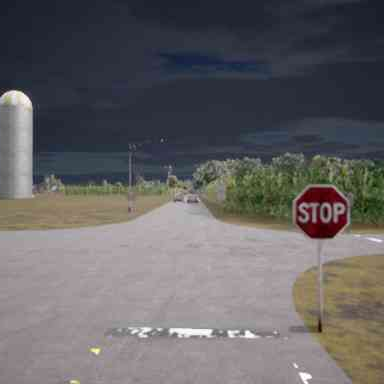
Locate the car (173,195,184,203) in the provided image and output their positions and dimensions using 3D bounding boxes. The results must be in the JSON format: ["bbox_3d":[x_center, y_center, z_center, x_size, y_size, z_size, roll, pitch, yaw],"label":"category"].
[{"bbox_3d":[-2.636,1.361,66.015,1.994,1.385,4.181,0,0,0],"label":"car"}]

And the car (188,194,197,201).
[{"bbox_3d":[0.125,1.203,71.875,1.895,1.301,4.718,0,0,0],"label":"car"}]

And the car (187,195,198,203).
[{"bbox_3d":[0.107,1.376,61.838,1.994,1.385,4.181,0,0,0],"label":"car"}]
